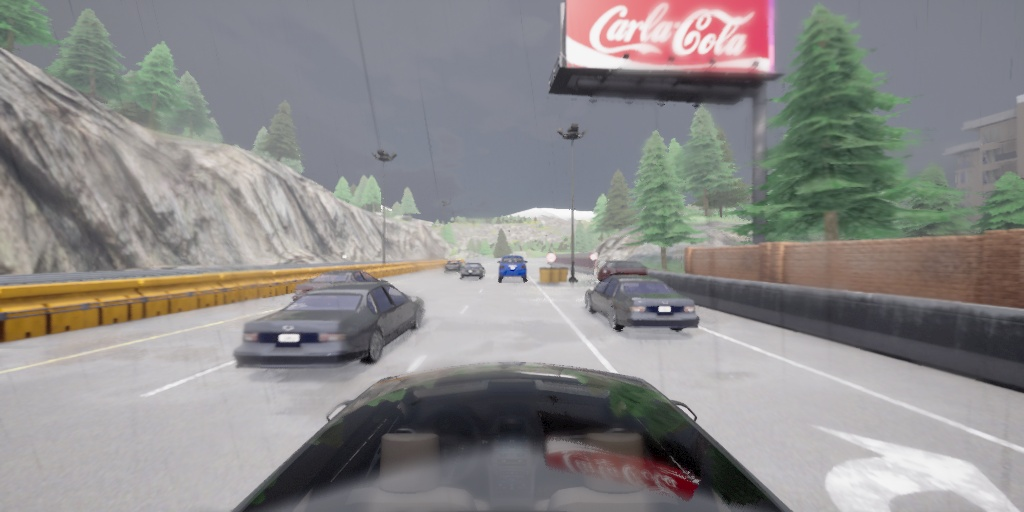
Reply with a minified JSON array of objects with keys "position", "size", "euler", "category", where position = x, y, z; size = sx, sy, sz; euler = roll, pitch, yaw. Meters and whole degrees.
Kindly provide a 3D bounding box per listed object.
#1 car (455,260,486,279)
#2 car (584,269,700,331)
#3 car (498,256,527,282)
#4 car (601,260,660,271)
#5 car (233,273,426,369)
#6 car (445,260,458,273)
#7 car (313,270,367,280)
[{"position":[-3.453,1.303,32.191],"size":[2.033,1.411,5.357],"euler":[0,0,0],"category":"car"},{"position":[3.587,1.299,10.940],"size":[2.033,1.411,5.357],"euler":[0,0,0],"category":"car"},{"position":[0.052,0.978,29.374],"size":[2.150,2.045,5.566],"euler":[0,0,0],"category":"car"},{"position":[8.571,1.106,25.755],"size":[4.553,1.767,2.097],"euler":[0,1,-18],"category":"car"},{"position":[-3.407,1.299,7.983],"size":[2.033,1.411,5.357],"euler":[0,0,0],"category":"car"},{"position":[-6.981,1.249,43.839],"size":[2.128,1.511,4.902],"euler":[0,0,0],"category":"car"},{"position":[-6.919,1.300,15.113],"size":[2.033,1.411,5.357],"euler":[0,0,0],"category":"car"}]
